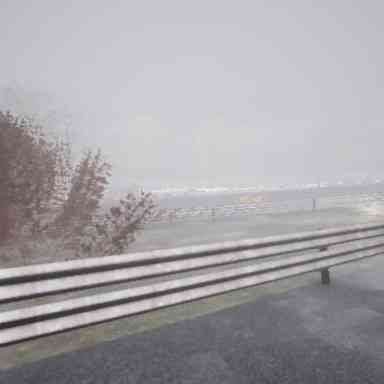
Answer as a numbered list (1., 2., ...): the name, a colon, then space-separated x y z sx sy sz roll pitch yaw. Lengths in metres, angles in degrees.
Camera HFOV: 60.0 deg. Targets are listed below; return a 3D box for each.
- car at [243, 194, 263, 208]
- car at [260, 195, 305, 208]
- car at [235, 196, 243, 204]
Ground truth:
1. car: 9.011 1.067 39.284 5.008 1.535 1.882 -4 2 -16
2. car: 10.050 1.207 35.943 4.181 1.385 1.994 -4 2 -16
3. car: 7.999 1.011 42.635 5.008 1.535 1.882 -4 2 -16
